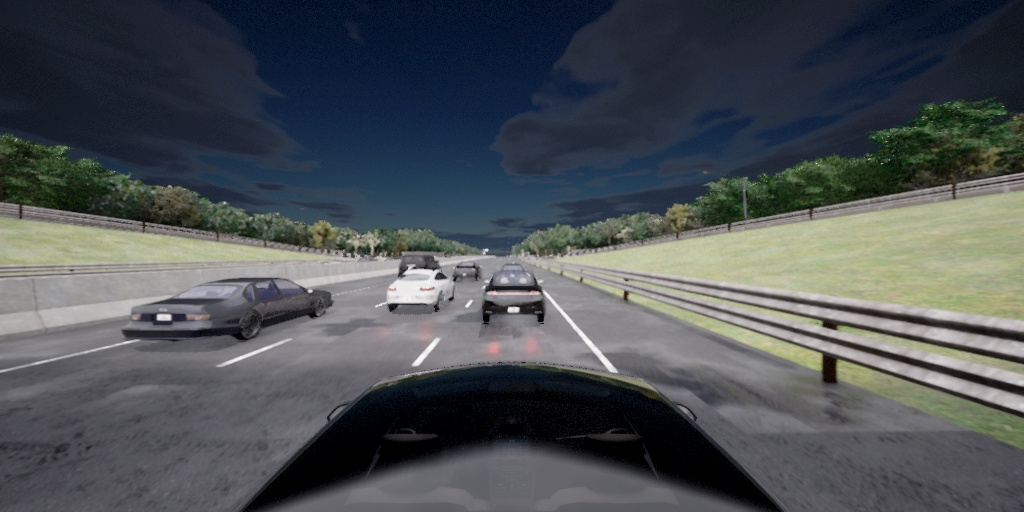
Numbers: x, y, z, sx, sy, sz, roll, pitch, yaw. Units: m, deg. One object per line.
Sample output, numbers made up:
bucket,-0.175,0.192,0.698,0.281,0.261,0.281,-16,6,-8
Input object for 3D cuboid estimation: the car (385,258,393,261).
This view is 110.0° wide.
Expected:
car,-17.984,1.091,53.058,1.837,1.490,4.892,0,0,-1

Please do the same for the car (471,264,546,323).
car,0.059,1.201,11.875,2.128,1.511,4.902,0,0,0

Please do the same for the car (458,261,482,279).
car,-3.437,1.153,28.482,2.128,1.511,4.902,0,0,0

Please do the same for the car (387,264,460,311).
car,-3.429,1.227,14.066,1.812,1.442,4.674,0,0,0

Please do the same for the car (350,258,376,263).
car,-21.484,1.077,52.967,2.128,1.511,4.902,0,0,-1

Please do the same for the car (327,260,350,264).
car,-24.955,1.188,52.096,1.895,1.301,4.718,0,0,-1

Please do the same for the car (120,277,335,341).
car,-6.958,1.266,9.700,2.033,1.411,5.357,0,0,0

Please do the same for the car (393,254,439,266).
car,-6.938,0.887,27.404,2.150,2.045,5.566,0,0,0
